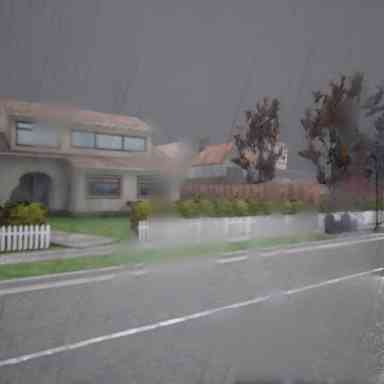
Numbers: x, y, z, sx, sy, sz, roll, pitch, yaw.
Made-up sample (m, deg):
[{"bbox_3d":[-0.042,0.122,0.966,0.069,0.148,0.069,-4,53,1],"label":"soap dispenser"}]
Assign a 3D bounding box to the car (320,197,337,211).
[{"bbox_3d":[15.575,1.437,40.713,1.905,1.878,3.866,0,0,-35],"label":"car"}]
